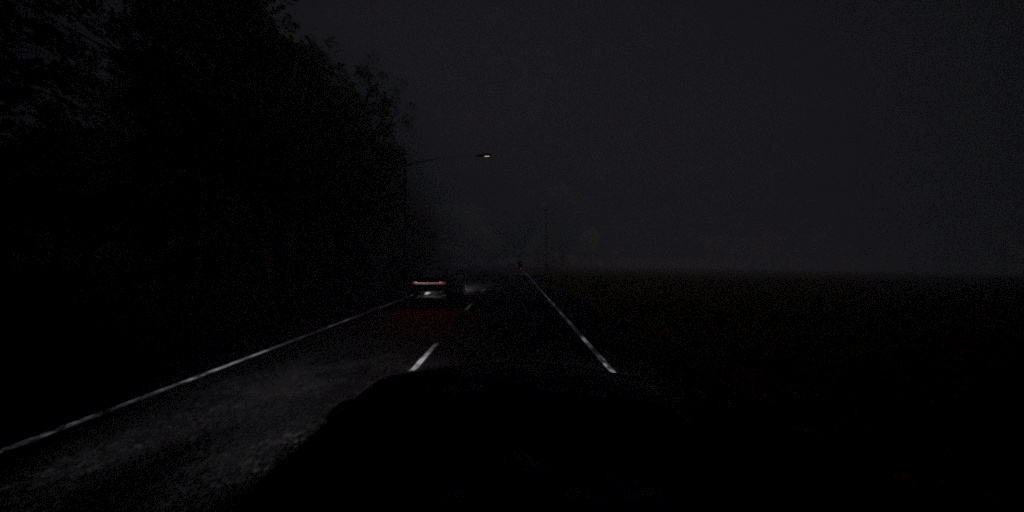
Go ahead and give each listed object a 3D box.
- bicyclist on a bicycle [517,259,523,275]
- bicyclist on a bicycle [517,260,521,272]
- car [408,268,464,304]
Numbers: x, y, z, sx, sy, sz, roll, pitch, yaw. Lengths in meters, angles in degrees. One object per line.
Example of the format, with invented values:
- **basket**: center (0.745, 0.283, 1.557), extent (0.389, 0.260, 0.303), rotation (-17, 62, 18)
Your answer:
- **bicyclist on a bicycle**: center (0.975, 1.280, 40.838), extent (0.659, 1.776, 1.843), rotation (0, 0, 0)
- **bicyclist on a bicycle**: center (0.978, 1.398, 49.518), extent (0.582, 1.620, 1.656), rotation (0, -1, 0)
- **car**: center (-3.398, 1.303, 16.808), extent (2.128, 1.511, 4.902), rotation (0, 0, 0)
